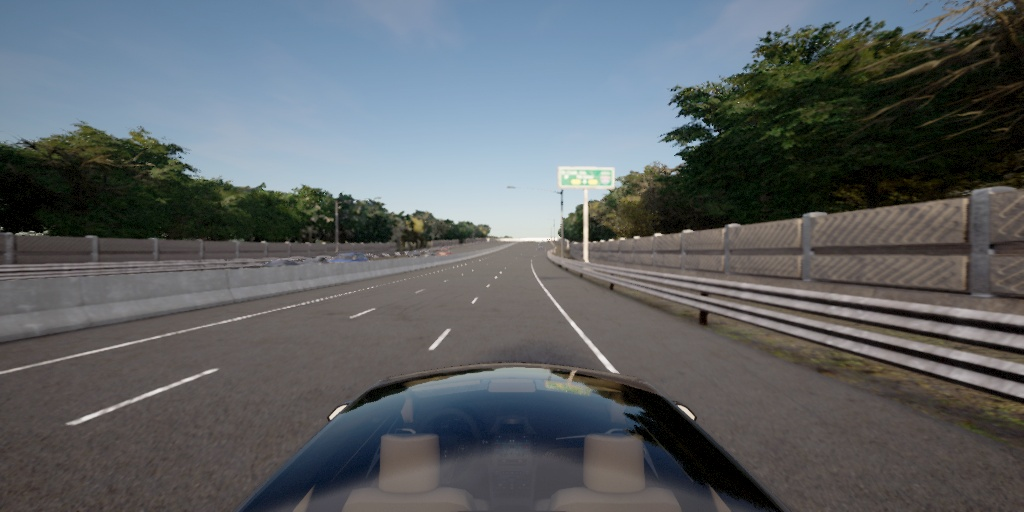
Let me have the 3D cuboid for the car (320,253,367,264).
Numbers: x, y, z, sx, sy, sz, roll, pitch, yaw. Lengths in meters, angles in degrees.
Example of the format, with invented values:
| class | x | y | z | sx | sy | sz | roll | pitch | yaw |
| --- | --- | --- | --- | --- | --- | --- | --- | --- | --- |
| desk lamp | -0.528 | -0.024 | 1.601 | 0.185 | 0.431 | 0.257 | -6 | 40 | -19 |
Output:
| class | x | y | z | sx | sy | sz | roll | pitch | yaw |
| --- | --- | --- | --- | --- | --- | --- | --- | --- | --- |
| car | -17.024 | 0.701 | 37.226 | 2.150 | 2.045 | 5.566 | 0 | 1 | 2 |

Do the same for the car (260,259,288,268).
| class | x | y | z | sx | sy | sz | roll | pitch | yaw |
| --- | --- | --- | --- | --- | --- | --- | --- | --- | --- |
| car | -24.020 | 1.043 | 37.262 | 1.994 | 1.385 | 4.181 | 0 | 1 | 2 |

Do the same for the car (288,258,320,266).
| class | x | y | z | sx | sy | sz | roll | pitch | yaw |
| --- | --- | --- | --- | --- | --- | --- | --- | --- | --- |
| car | -20.521 | 0.985 | 37.241 | 1.837 | 1.490 | 4.892 | 0 | 1 | 2 |
